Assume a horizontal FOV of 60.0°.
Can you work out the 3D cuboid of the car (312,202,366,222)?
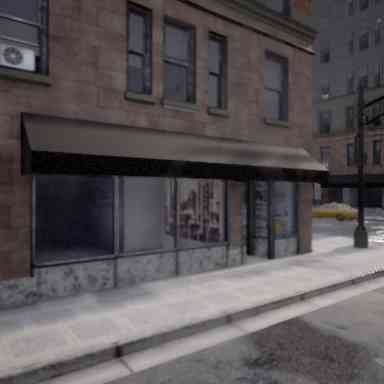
[{"bbox_3d":[10.950,1.477,26.135,1.752,1.417,4.829,0,0,-35],"label":"car"}]
